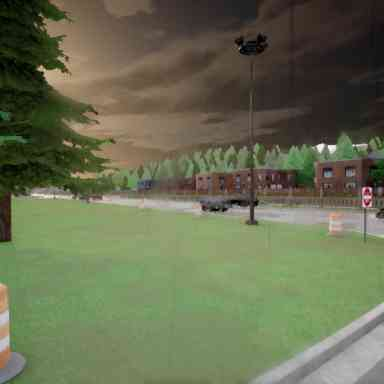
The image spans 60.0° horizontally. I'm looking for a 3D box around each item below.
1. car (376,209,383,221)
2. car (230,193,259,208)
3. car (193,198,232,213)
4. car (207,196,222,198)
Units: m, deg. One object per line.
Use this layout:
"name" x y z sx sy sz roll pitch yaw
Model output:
"car" 16.368 1.564 25.312 1.994 1.385 4.181 0 0 -30
"car" 7.334 1.221 48.379 2.150 2.045 5.566 0 0 -30
"car" 1.927 1.600 36.616 1.895 1.301 4.718 0 0 -30
"car" 2.978 1.351 48.967 2.097 1.767 4.553 0 0 -30
